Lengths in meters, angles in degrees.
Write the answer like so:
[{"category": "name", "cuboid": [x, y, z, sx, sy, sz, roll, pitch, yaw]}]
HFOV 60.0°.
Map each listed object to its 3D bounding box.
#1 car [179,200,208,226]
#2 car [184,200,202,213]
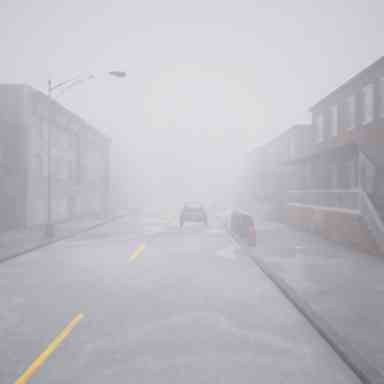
[{"category": "car", "cuboid": [0.101, 1.476, 23.279, 2.128, 1.511, 4.902, 0, 0, 0]}, {"category": "car", "cuboid": [0.100, 1.575, 38.218, 1.895, 1.301, 4.718, 0, 0, 0]}]
